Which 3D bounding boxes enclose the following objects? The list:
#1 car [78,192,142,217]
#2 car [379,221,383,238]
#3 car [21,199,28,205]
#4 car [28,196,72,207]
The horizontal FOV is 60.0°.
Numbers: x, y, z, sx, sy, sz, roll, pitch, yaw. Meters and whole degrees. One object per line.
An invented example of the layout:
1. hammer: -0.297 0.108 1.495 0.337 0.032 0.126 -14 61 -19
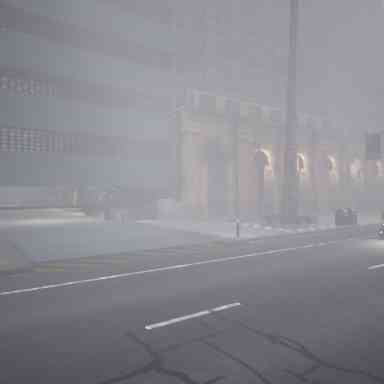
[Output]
1. car: -7.097 1.029 29.324 5.566 2.045 2.435 0 0 -36
2. car: 10.864 1.564 16.098 4.181 1.385 1.994 0 0 -36
3. car: -24.934 1.413 53.572 4.786 1.482 2.161 0 0 -36
4. car: -18.528 1.463 43.891 4.718 1.301 1.895 0 0 -36
